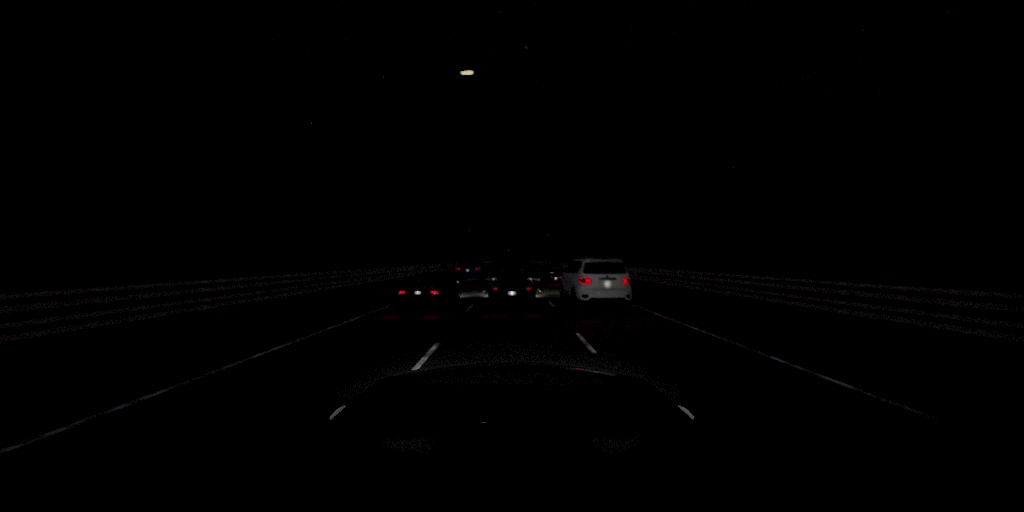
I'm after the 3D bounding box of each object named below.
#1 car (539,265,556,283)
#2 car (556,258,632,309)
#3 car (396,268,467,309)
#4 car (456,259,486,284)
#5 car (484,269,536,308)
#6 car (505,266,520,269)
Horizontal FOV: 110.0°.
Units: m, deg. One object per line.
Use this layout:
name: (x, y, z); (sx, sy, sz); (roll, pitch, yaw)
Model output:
car: (3.517, 1.534, 31.126); (1.837, 1.490, 4.892); (0, 0, 0)
car: (3.507, 1.104, 15.847); (2.150, 2.045, 5.566); (0, 0, 0)
car: (-3.493, 1.435, 15.819); (2.033, 1.411, 5.357); (0, -1, 0)
car: (-3.485, 1.240, 30.855); (2.150, 2.045, 5.566); (0, 0, 0)
car: (0.009, 1.454, 16.118); (1.994, 1.385, 4.181); (0, -1, 0)
car: (0.018, 1.591, 31.144); (1.994, 1.385, 4.181); (0, 0, 0)
